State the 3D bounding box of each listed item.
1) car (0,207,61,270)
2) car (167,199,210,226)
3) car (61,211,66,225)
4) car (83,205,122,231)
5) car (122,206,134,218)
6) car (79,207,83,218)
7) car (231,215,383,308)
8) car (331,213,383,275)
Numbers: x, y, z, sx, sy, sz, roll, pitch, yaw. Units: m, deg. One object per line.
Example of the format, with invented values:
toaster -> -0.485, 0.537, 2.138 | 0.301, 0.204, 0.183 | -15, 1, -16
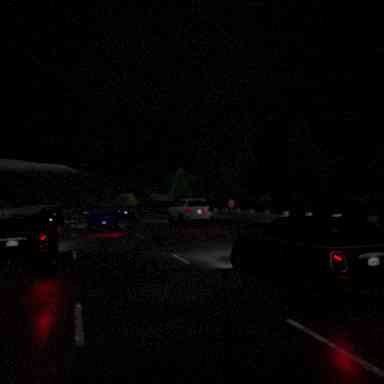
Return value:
car -> -5.760, 1.509, 11.337 | 2.097, 1.767, 4.553 | 0, -1, -20
car -> -0.369, 1.578, 27.210 | 2.150, 2.045, 5.566 | 0, -1, -20
car -> -12.176, 2.043, 28.941 | 1.837, 1.490, 4.892 | 0, -1, -20
car -> -6.433, 1.838, 23.404 | 1.882, 1.535, 5.008 | 0, -1, -20
car -> -7.738, 2.208, 37.201 | 1.994, 1.385, 4.181 | 0, -1, -20
car -> -12.061, 2.278, 38.844 | 2.033, 1.411, 5.357 | 0, -1, -20
car -> 2.763, 1.392, 8.396 | 2.097, 1.767, 4.553 | 0, -1, -20
car -> 6.313, 1.491, 8.881 | 1.882, 1.535, 5.008 | 0, 0, -20
